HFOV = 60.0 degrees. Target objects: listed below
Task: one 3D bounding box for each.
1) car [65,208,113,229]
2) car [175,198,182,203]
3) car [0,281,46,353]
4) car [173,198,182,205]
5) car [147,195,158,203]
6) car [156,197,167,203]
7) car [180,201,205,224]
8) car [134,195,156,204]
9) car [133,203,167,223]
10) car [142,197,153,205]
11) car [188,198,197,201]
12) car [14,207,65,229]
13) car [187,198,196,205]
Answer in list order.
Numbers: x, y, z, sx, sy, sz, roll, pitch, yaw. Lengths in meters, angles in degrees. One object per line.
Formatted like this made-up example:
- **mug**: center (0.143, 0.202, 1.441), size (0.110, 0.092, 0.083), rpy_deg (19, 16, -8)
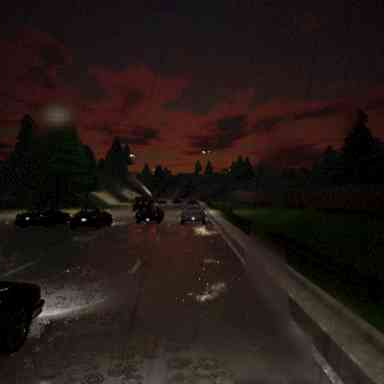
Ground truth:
- **car**: center (-6.906, 1.771, 23.207), size (1.994, 1.385, 4.181), rpy_deg (0, 0, 0)
- **car**: center (-3.522, 2.260, 87.474), size (1.895, 1.301, 4.718), rpy_deg (0, -1, 0)
- **car**: center (-3.403, 1.577, 3.173), size (2.033, 1.411, 5.357), rpy_deg (0, 0, 0)
- **car**: center (-3.520, 2.161, 77.854), size (1.837, 1.490, 4.892), rpy_deg (0, -1, 0)
- **car**: center (-10.523, 1.921, 88.309), size (2.150, 2.045, 5.566), rpy_deg (0, -1, 0)
- **car**: center (-7.020, 2.294, 79.548), size (1.895, 1.301, 4.718), rpy_deg (0, -1, 0)
- **car**: center (0.094, 1.767, 27.180), size (1.812, 1.442, 4.674), rpy_deg (0, 0, 0)
- **car**: center (-6.912, 1.641, 47.362), size (2.150, 2.045, 5.566), rpy_deg (0, -1, 0)
- **car**: center (-3.406, 1.848, 27.817), size (1.895, 1.301, 4.718), rpy_deg (0, 0, 0)
- **car**: center (-10.520, 2.035, 79.073), size (2.097, 1.767, 4.553), rpy_deg (0, -1, 0)
- **car**: center (0.088, 1.937, 48.828), size (1.837, 1.490, 4.892), rpy_deg (0, -1, 0)
- **car**: center (-10.408, 1.757, 23.545), size (2.033, 1.411, 5.357), rpy_deg (0, 0, 0)
- **car**: center (-0.021, 2.237, 80.737), size (2.128, 1.511, 4.902), rpy_deg (0, -1, 0)
